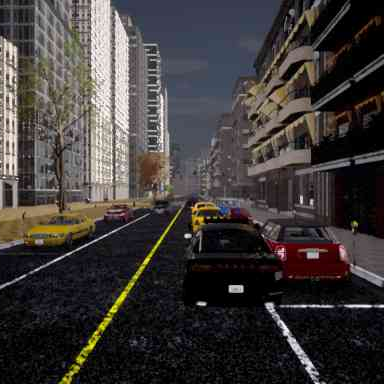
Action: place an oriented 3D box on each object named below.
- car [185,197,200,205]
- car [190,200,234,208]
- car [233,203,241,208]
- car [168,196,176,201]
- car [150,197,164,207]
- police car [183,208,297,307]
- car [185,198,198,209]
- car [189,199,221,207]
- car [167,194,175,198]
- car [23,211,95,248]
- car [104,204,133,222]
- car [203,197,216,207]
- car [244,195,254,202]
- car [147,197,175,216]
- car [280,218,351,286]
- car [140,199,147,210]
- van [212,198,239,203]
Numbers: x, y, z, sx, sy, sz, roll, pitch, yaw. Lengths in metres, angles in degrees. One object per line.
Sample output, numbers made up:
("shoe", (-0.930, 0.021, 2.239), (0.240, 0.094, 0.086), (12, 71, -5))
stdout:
("car", (0.131, 1.643, 59.166), (1.895, 1.301, 4.718), (0, 0, 8))
("car", (0.932, 1.461, 18.235), (1.801, 1.575, 5.366), (0, 0, 0))
("car", (2.724, 1.589, 20.439), (1.802, 1.307, 4.206), (0, 0, 0))
("car", (-5.538, 1.664, 91.560), (1.947, 1.339, 4.313), (0, 0, 0))
("car", (-5.600, 1.580, 53.649), (1.887, 1.381, 4.507), (0, 0, 0))
("police car", (0.823, 1.427, 8.180), (1.930, 1.638, 5.238), (0, 0, 2))
("car", (0.112, 1.504, 46.090), (1.882, 1.535, 5.008), (0, 0, 0))
("car", (0.941, 1.488, 24.046), (1.882, 1.535, 5.008), (0, 0, 0))
("car", (-5.547, 1.402, 86.037), (2.192, 1.841, 5.009), (0, 0, 0))
("car", (-5.665, 1.529, 14.750), (1.752, 1.417, 4.829), (0, 0, 0))
("car", (-5.647, 1.593, 25.986), (1.802, 1.307, 4.206), (0, 0, 0))
("car", (2.780, 1.586, 53.635), (2.008, 1.369, 4.403), (0, 0, 0))
("car", (13.549, 1.403, 73.023), (4.403, 1.369, 2.008), (-1, 1, 0))
("car", (-2.945, 1.541, 32.444), (1.812, 1.442, 4.674), (0, 0, 0))
("car", (2.706, 1.442, 9.373), (1.967, 1.590, 4.097), (0, 0, 0))
("car", (-5.619, 1.549, 42.414), (1.752, 1.417, 4.829), (0, 0, 0))
("van", (2.734, 1.352, 25.971), (1.690, 1.788, 3.998), (0, 0, 0))
